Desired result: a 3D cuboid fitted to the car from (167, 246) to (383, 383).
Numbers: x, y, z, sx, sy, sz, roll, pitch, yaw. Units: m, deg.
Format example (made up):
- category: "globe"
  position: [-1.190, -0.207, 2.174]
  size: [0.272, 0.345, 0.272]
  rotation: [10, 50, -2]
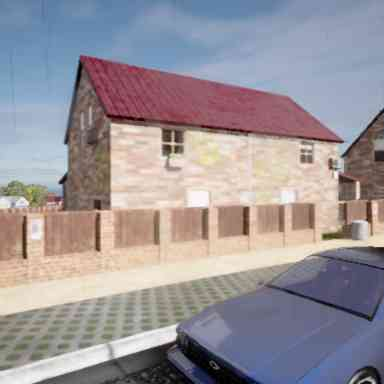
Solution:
- category: "car"
  position: [2.377, 1.519, 4.518]
  size: [5.357, 1.411, 2.033]
  rotation: [0, 0, -33]
